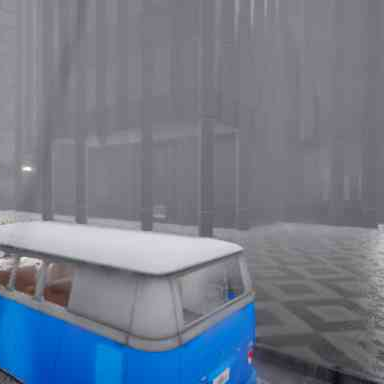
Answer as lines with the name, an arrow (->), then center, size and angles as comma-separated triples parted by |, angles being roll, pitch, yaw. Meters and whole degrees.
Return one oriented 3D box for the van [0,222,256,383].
van -> -1.262, 1.318, 3.865 | 3.998, 1.788, 1.690 | 1, 0, 36
